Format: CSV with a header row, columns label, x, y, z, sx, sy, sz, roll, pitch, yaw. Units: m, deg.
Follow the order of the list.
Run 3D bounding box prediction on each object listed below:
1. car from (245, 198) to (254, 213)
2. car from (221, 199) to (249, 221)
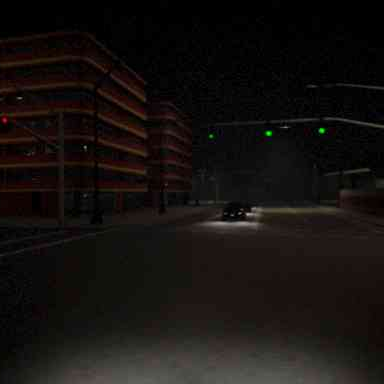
label,x,y,z,sx,sy,sz,roll,pitch,yaw
car,6.025,1.722,39.553,1.994,1.385,4.181,-1,0,12
car,3.726,1.636,29.033,1.837,1.490,4.892,-1,0,12
